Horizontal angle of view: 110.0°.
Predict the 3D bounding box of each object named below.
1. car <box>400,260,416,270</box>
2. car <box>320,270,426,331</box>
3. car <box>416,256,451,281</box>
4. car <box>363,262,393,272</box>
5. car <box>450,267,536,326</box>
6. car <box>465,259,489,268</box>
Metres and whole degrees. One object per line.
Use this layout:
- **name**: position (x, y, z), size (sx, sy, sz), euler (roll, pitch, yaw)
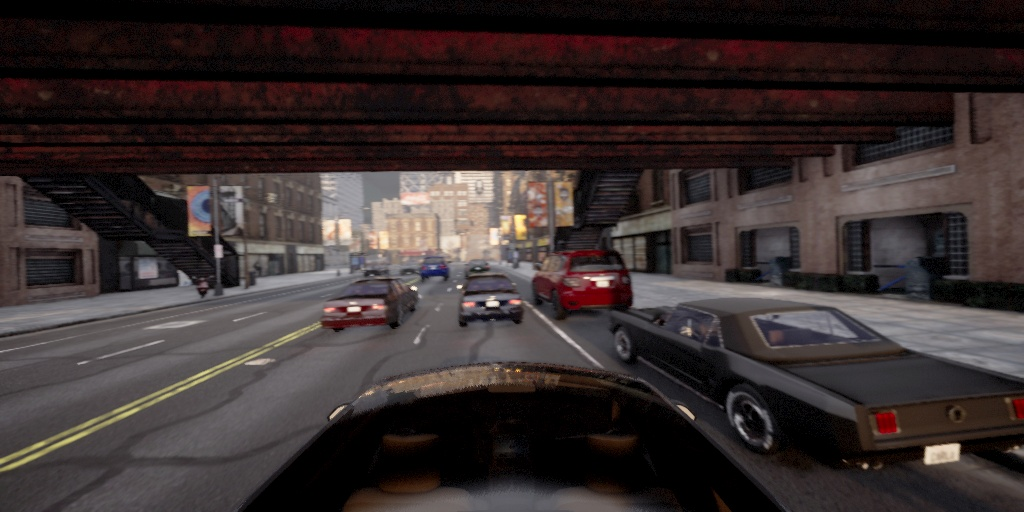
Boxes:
- **car**: position (-11.311, 1.286, 40.559), size (2.097, 1.767, 4.553), euler (-2, 0, -6)
- **car**: position (-4.287, 1.395, 11.589), size (2.033, 1.411, 5.357), euler (-2, 0, -6)
- **car**: position (-6.484, 1.039, 30.750), size (2.150, 2.045, 5.566), euler (-2, 0, -7)
- **car**: position (-14.652, 1.664, 39.021), size (1.895, 1.301, 4.718), euler (-2, 0, -6)
- **car**: position (-0.778, 1.269, 11.690), size (2.033, 1.411, 5.357), euler (-2, 0, -6)
- **car**: position (-3.061, 1.042, 31.637), size (2.097, 1.767, 4.553), euler (-2, 0, -7)
